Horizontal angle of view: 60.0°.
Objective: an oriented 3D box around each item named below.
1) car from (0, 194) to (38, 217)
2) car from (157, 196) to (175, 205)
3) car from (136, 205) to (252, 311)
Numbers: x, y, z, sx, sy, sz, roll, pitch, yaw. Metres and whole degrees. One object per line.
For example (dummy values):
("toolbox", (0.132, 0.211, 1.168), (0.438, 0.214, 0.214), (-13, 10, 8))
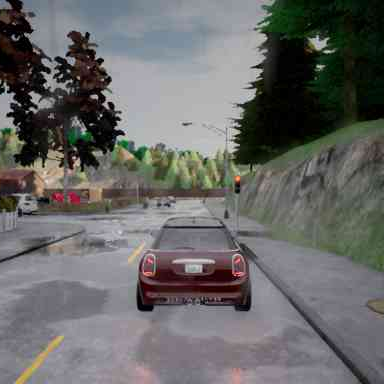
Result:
("car", (-16.884, 1.221, 30.140), (5.566, 2.045, 2.150), (0, 0, 3))
("car", (-4.091, 1.491, 49.079), (2.128, 1.511, 4.902), (0, 0, 0))
("car", (0.055, 1.352, 7.910), (2.097, 1.767, 4.553), (0, 0, 1))
